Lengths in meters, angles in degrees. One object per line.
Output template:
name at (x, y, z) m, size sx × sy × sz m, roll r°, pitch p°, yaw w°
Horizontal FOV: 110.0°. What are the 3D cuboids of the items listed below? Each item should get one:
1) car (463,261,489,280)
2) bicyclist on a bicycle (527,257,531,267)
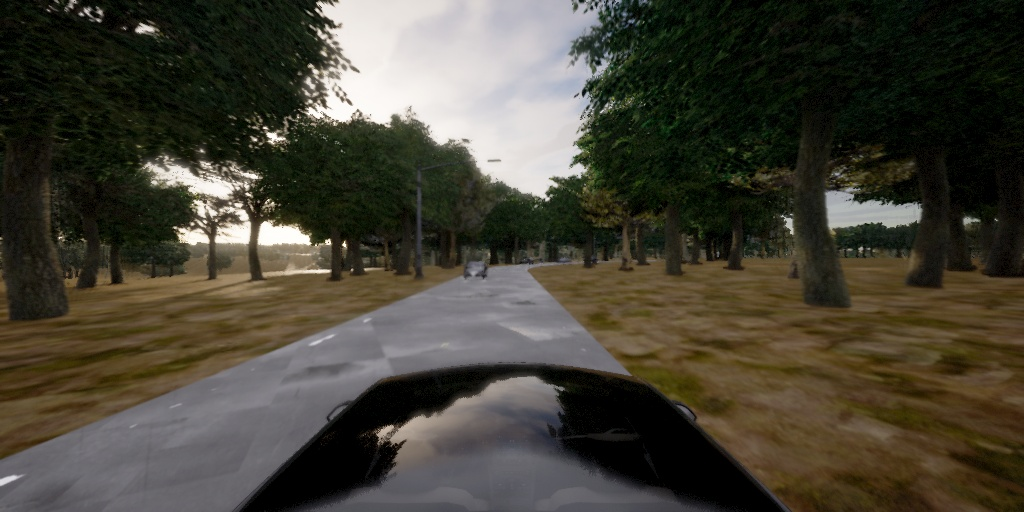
car at (-3.099, 1.231, 31.401) m, size 2.128 × 1.511 × 4.902 m, roll 0°, pitch 0°, yaw 0°
bicyclist on a bicycle at (2.961, 1.034, 61.571) m, size 0.659 × 1.776 × 1.843 m, roll 0°, pitch 0°, yaw 15°
